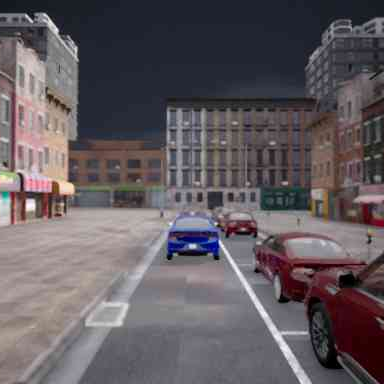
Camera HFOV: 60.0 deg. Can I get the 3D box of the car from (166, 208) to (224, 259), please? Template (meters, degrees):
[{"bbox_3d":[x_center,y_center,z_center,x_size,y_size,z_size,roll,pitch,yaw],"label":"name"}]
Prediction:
[{"bbox_3d":[0.052,1.658,13.441,1.882,1.535,5.008,0,0,1],"label":"car"}]

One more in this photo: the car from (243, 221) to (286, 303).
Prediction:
[{"bbox_3d":[2.643,1.656,8.333,1.887,1.381,4.507,0,-1,0],"label":"car"}]

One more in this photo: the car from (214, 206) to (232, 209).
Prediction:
[{"bbox_3d":[2.641,1.776,24.843,1.967,1.590,4.097,0,-1,0],"label":"car"}]

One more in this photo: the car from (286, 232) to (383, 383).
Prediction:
[{"bbox_3d":[2.646,1.354,2.832,2.192,1.841,5.009,0,-1,0],"label":"car"}]

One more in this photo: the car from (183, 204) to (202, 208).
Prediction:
[{"bbox_3d":[0.037,1.719,27.108,2.097,1.767,4.553,0,-1,0],"label":"car"}]

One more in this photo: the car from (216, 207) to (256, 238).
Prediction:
[{"bbox_3d":[2.641,1.805,19.339,1.887,1.381,4.507,0,-1,0],"label":"car"}]

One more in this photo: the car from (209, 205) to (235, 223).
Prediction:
[{"bbox_3d":[2.639,1.962,30.345,2.008,1.369,4.403,0,-1,0],"label":"car"}]
